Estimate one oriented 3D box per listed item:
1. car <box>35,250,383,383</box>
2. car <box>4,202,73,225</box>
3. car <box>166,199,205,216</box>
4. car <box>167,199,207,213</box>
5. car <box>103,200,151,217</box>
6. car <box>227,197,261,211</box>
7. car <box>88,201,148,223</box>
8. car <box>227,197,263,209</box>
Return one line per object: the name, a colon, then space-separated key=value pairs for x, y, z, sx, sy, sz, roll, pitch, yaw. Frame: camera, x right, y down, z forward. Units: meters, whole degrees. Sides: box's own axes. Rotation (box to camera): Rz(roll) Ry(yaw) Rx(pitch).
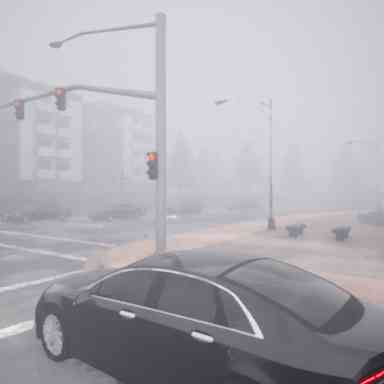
car: x=-0.118 y=1.511 z=4.197 sx=4.892 sy=1.490 sz=1.837 roll=0 pitch=0 yaw=38
car: x=-11.408 y=1.555 z=24.988 sx=2.128 sy=1.511 sz=4.902 roll=0 pitch=0 yaw=35
car: x=-0.826 y=1.618 z=33.908 sx=1.994 sy=1.385 sz=4.181 roll=0 pitch=0 yaw=39
car: x=-0.552 y=1.567 z=39.671 sx=1.837 sy=1.490 sz=4.892 roll=0 pitch=0 yaw=45
car: x=-6.257 y=1.589 z=32.538 sx=1.812 sy=1.442 sz=4.674 roll=0 pitch=0 yaw=36
car: x=6.435 y=1.541 z=41.335 sx=4.902 sy=1.511 sz=2.128 roll=0 pitch=0 yaw=-38
car: x=-6.040 y=1.559 z=26.679 sx=1.837 sy=1.490 sz=4.892 roll=0 pitch=0 yaw=34
car: x=7.365 y=1.533 z=46.362 sx=5.008 sy=1.535 sz=1.882 roll=0 pitch=0 yaw=-33
